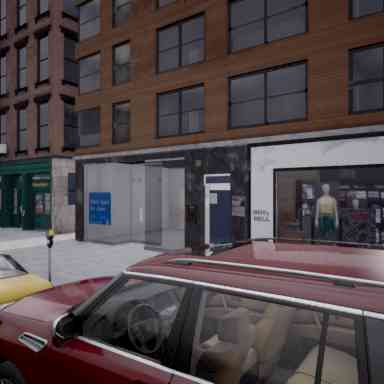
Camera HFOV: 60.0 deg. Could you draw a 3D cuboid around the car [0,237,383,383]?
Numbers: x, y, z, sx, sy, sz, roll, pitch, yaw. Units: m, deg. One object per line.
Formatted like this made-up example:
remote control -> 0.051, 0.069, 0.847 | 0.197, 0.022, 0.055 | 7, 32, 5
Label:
car -> 0.347, 1.315, 2.564 | 5.009, 1.841, 2.192 | 0, 0, 36
